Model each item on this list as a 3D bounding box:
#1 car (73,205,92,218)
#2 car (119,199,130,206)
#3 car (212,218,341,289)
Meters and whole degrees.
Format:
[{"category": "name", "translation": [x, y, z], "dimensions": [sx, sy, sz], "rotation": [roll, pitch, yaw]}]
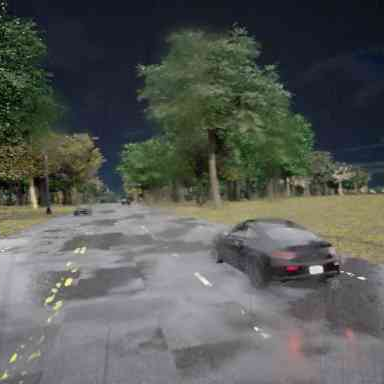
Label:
[{"category": "car", "translation": [-13.133, 2.306, 40.104], "dimensions": [1.895, 1.301, 4.718], "rotation": [-3, 0, -13]}, {"category": "car", "translation": [-16.013, 2.458, 80.148], "dimensions": [1.882, 1.535, 5.008], "rotation": [-3, 0, -14]}, {"category": "car", "translation": [1.940, 1.435, 8.930], "dimensions": [1.812, 1.442, 4.674], "rotation": [-3, 0, -14]}]
